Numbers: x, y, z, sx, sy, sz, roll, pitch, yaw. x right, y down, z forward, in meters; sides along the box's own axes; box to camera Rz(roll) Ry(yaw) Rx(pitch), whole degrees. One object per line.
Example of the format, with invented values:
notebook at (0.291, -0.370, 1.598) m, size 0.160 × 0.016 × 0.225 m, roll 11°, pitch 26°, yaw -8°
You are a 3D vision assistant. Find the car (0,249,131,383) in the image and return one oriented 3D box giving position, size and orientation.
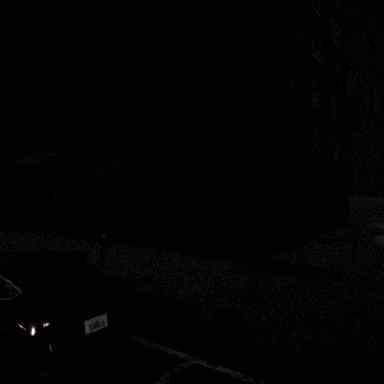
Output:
car at (-2.804, 1.566, 5.065) m, size 4.313 × 1.339 × 1.947 m, roll 0°, pitch 0°, yaw 35°
